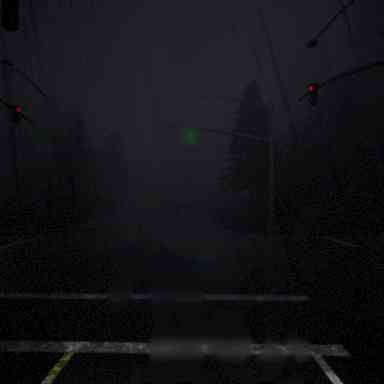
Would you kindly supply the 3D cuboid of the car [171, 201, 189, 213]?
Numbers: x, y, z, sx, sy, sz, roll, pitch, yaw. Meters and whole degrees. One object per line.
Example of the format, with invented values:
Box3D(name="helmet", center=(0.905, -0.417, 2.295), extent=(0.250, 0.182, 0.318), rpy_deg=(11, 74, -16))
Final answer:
Box3D(name="car", center=(-1.670, 2.047, 45.660), extent=(1.837, 1.490, 4.892), rpy_deg=(1, -1, -13))
